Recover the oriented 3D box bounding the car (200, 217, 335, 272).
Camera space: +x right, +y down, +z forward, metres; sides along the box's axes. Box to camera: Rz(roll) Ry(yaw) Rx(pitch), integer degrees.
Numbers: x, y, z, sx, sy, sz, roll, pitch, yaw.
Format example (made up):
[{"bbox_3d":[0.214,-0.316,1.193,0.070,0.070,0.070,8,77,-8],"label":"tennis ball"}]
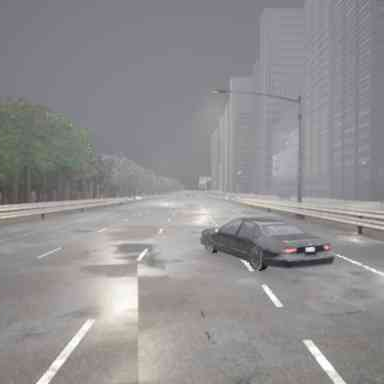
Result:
[{"bbox_3d":[2.113,1.556,11.035,2.033,1.411,5.357,0,0,-23],"label":"car"}]
